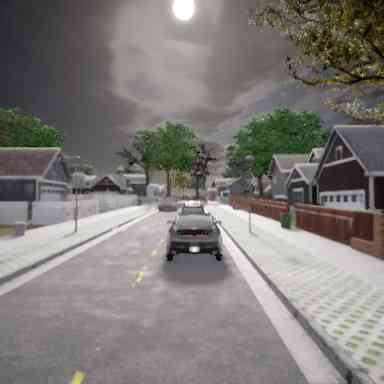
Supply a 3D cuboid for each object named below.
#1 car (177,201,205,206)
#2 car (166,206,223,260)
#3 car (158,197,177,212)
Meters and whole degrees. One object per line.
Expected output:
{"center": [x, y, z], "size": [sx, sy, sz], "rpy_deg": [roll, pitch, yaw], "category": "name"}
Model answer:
{"center": [0.081, 1.483, 27.945], "size": [2.128, 1.511, 4.902], "rpy_deg": [0, 0, 0], "category": "car"}
{"center": [0.083, 1.489, 12.446], "size": [1.837, 1.490, 4.892], "rpy_deg": [0, 0, 0], "category": "car"}
{"center": [-2.839, 1.381, 39.860], "size": [2.097, 1.767, 4.553], "rpy_deg": [0, 0, 0], "category": "car"}
